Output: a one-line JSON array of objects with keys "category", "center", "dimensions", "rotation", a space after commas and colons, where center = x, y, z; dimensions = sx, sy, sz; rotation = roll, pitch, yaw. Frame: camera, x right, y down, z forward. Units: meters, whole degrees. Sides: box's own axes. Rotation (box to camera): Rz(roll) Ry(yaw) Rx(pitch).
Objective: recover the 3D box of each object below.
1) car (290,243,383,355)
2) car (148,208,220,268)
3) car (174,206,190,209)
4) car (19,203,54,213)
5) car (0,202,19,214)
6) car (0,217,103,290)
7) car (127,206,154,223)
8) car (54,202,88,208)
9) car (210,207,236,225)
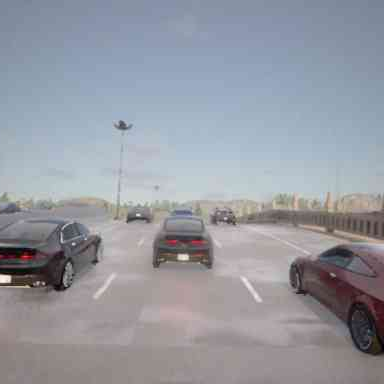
[{"category": "car", "center": [3.364, 1.681, 6.227], "dimensions": [1.812, 1.442, 4.674], "rotation": [2, 0, -2]}, {"category": "car", "center": [-0.308, 1.571, 11.642], "dimensions": [1.837, 1.490, 4.892], "rotation": [2, 0, -2]}, {"category": "car", "center": [-0.896, 1.997, 29.663], "dimensions": [1.882, 1.535, 5.008], "rotation": [2, -3, -2]}, {"category": "car", "center": [-15.200, 1.877, 34.170], "dimensions": [2.128, 1.511, 4.902], "rotation": [2, -5, -1]}, {"category": "car", "center": [-18.673, 1.724, 33.217], "dimensions": [1.812, 1.442, 4.674], "rotation": [2, -5, -1]}, {"category": "car", "center": [-3.718, 1.437, 8.842], "dimensions": [1.837, 1.490, 4.892], "rotation": [2, 0, -2]}, {"category": "car", "center": [-4.363, 1.907, 28.585], "dimensions": [1.994, 1.385, 4.181], "rotation": [2, -3, -2]}, {"category": "car", "center": [-11.677, 1.786, 33.411], "dimensions": [2.097, 1.767, 4.553], "rotation": [2, -4, -1]}, {"category": "car", "center": [2.623, 2.091, 29.097], "dimensions": [2.128, 1.511, 4.902], "rotation": [2, -3, -2]}]
